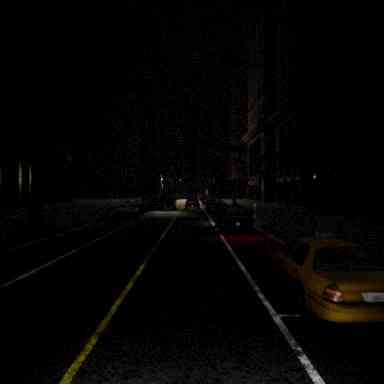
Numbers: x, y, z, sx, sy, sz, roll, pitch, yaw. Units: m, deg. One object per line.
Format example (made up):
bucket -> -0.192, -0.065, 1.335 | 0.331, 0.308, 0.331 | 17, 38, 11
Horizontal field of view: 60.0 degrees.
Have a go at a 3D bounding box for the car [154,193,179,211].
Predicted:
car -> -3.082, 1.243, 41.453 | 2.150, 2.045, 5.566 | 0, 0, 0

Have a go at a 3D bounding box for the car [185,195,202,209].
car -> 0.063, 1.528, 45.465 | 1.837, 1.490, 4.892 | 0, 0, 0

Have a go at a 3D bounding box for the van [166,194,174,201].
van -> -5.750, 1.405, 86.564 | 1.690, 1.788, 3.998 | 0, 0, 0

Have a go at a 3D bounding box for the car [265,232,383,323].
car -> 2.763, 1.527, 7.256 | 1.752, 1.417, 4.829 | 0, 0, 0

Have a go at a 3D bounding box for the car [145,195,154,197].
car -> -5.756, 1.341, 46.821 | 2.192, 1.841, 5.009 | 0, 0, 0

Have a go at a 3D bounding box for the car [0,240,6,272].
car -> -5.762, 1.553, 7.080 | 2.008, 1.369, 4.403 | 0, 0, 0

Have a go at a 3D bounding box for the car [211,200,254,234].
car -> 2.364, 1.485, 19.497 | 1.882, 1.535, 5.008 | 0, 0, 0

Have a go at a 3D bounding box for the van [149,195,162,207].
van -> -5.755, 1.371, 52.499 | 1.690, 1.788, 3.998 | 0, 0, 0

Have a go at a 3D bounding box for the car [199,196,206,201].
car -> 2.776, 1.646, 86.572 | 1.802, 1.307, 4.206 | 0, 0, 0

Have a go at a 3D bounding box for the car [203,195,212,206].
car -> 2.768, 1.461, 41.151 | 1.967, 1.590, 4.097 | 0, 0, 0

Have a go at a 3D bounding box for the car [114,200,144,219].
car -> -5.759, 1.539, 29.619 | 1.752, 1.417, 4.829 | 0, 0, 0

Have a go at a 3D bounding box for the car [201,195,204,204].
car -> 2.770, 1.580, 52.507 | 2.008, 1.369, 4.403 | 0, 0, 0

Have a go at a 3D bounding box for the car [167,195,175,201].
car -> -5.748, 1.596, 92.071 | 1.752, 1.417, 4.829 | 0, 0, 0

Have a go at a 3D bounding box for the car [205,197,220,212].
car -> 2.768, 1.568, 35.473 | 2.008, 1.369, 4.403 | 0, 0, 0

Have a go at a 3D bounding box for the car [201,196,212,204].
car -> 2.772, 1.584, 63.862 | 1.887, 1.381, 4.507 | 0, 0, 0

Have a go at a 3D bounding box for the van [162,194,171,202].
van -> -5.752, 1.393, 75.209 | 1.690, 1.788, 3.998 | 0, 0, 0

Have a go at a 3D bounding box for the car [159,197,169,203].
car -> -5.752, 1.627, 69.531 | 1.802, 1.307, 4.206 | 0, 0, 0

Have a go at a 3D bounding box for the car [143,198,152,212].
car -> -5.757, 1.600, 35.467 | 1.802, 1.307, 4.206 | 0, 0, 0

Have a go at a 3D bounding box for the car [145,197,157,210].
car -> -5.757, 1.603, 41.144 | 1.802, 1.307, 4.206 | 0, 0, 0

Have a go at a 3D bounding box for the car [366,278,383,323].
car -> 2.762, 1.582, 1.408 | 1.802, 1.307, 4.206 | 0, 0, 0

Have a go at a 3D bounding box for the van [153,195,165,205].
van -> -5.754, 1.376, 58.177 | 1.690, 1.788, 3.998 | 0, 0, 0

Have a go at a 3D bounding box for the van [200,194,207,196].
van -> 2.771, 1.376, 58.185 | 1.690, 1.788, 3.998 | 0, 0, 0
